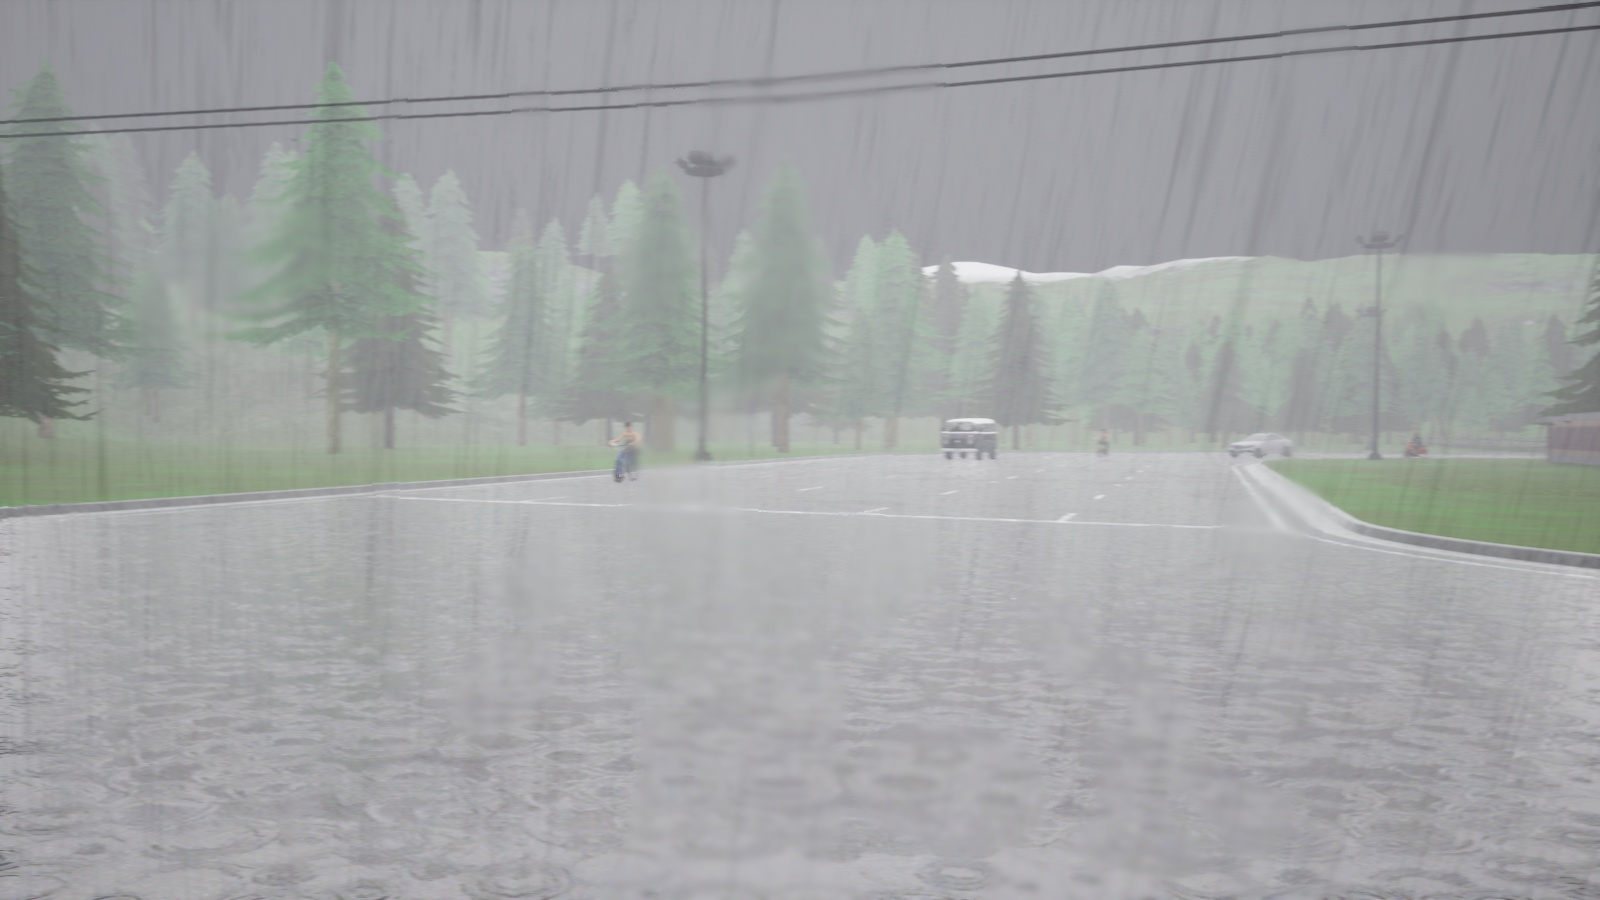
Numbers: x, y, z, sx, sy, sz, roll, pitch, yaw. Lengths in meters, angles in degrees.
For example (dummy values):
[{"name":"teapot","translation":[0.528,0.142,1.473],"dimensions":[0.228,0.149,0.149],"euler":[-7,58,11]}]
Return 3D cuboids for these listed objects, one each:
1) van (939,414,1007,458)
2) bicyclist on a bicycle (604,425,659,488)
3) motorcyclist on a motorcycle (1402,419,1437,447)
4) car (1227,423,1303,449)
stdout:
[{"name":"van","translation":[8.465,-0.711,61.134],"dimensions":[2.069,2.038,4.480],"euler":[0,1,24]},{"name":"bicyclist on a bicycle","translation":[-4.448,0.152,33.264],"dimensions":[0.866,1.612,1.509],"euler":[0,1,18]},{"name":"motorcyclist on a motorcycle","translation":[37.112,-1.026,75.270],"dimensions":[1.817,1.590,0.866],"euler":[-1,2,-20]},{"name":"car","translation":[27.512,-0.839,74.179],"dimensions":[4.674,1.442,1.812],"euler":[-1,1,-34]}]
